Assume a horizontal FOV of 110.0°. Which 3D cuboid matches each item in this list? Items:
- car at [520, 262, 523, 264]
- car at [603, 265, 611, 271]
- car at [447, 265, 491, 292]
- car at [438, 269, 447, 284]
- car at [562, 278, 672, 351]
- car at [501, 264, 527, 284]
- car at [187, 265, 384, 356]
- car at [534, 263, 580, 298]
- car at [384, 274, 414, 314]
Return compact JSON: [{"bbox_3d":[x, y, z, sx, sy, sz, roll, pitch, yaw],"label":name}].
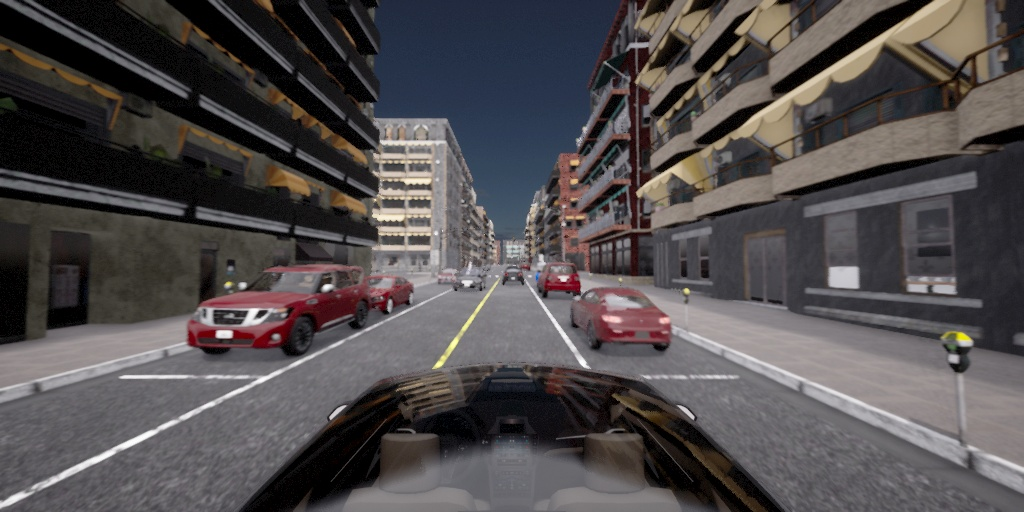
[{"bbox_3d":[0.078,1.876,46.207,1.994,1.385,4.181,-1,0,0],"label":"car"},{"bbox_3d":[13.735,1.819,49.076,4.403,1.370,2.007,0,0,0],"label":"car"},{"bbox_3d":[-2.755,1.548,24.408,2.128,1.511,4.902,0,-1,0],"label":"car"},{"bbox_3d":[-5.321,1.720,31.240,1.802,1.307,4.207,0,0,0],"label":"car"},{"bbox_3d":[2.532,1.423,9.064,1.802,1.307,4.207,0,0,0],"label":"car"},{"bbox_3d":[0.095,1.663,31.162,1.812,1.442,4.674,0,-1,0],"label":"car"},{"bbox_3d":[-5.316,1.157,9.118,2.192,1.841,5.009,0,0,0],"label":"car"},{"bbox_3d":[2.530,1.300,20.125,2.192,1.841,5.009,0,0,0],"label":"car"},{"bbox_3d":[-5.317,1.459,14.649,1.888,1.381,4.507,0,0,0],"label":"car"}]
